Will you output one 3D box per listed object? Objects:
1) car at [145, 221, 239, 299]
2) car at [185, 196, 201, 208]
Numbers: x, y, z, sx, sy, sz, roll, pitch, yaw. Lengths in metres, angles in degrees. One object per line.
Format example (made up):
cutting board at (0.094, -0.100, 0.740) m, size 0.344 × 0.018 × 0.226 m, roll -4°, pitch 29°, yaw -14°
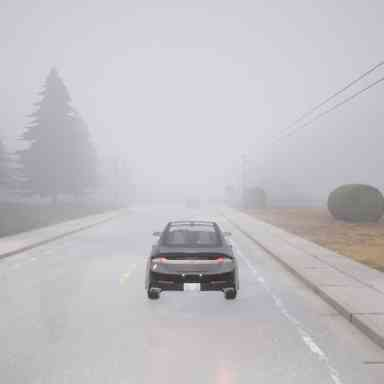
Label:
car at (0.002, 1.466, 8.348) m, size 2.128 × 1.511 × 4.902 m, roll 0°, pitch 0°, yaw 0°
car at (0.154, 1.338, 44.138) m, size 1.837 × 1.490 × 4.892 m, roll 0°, pitch 0°, yaw 3°
